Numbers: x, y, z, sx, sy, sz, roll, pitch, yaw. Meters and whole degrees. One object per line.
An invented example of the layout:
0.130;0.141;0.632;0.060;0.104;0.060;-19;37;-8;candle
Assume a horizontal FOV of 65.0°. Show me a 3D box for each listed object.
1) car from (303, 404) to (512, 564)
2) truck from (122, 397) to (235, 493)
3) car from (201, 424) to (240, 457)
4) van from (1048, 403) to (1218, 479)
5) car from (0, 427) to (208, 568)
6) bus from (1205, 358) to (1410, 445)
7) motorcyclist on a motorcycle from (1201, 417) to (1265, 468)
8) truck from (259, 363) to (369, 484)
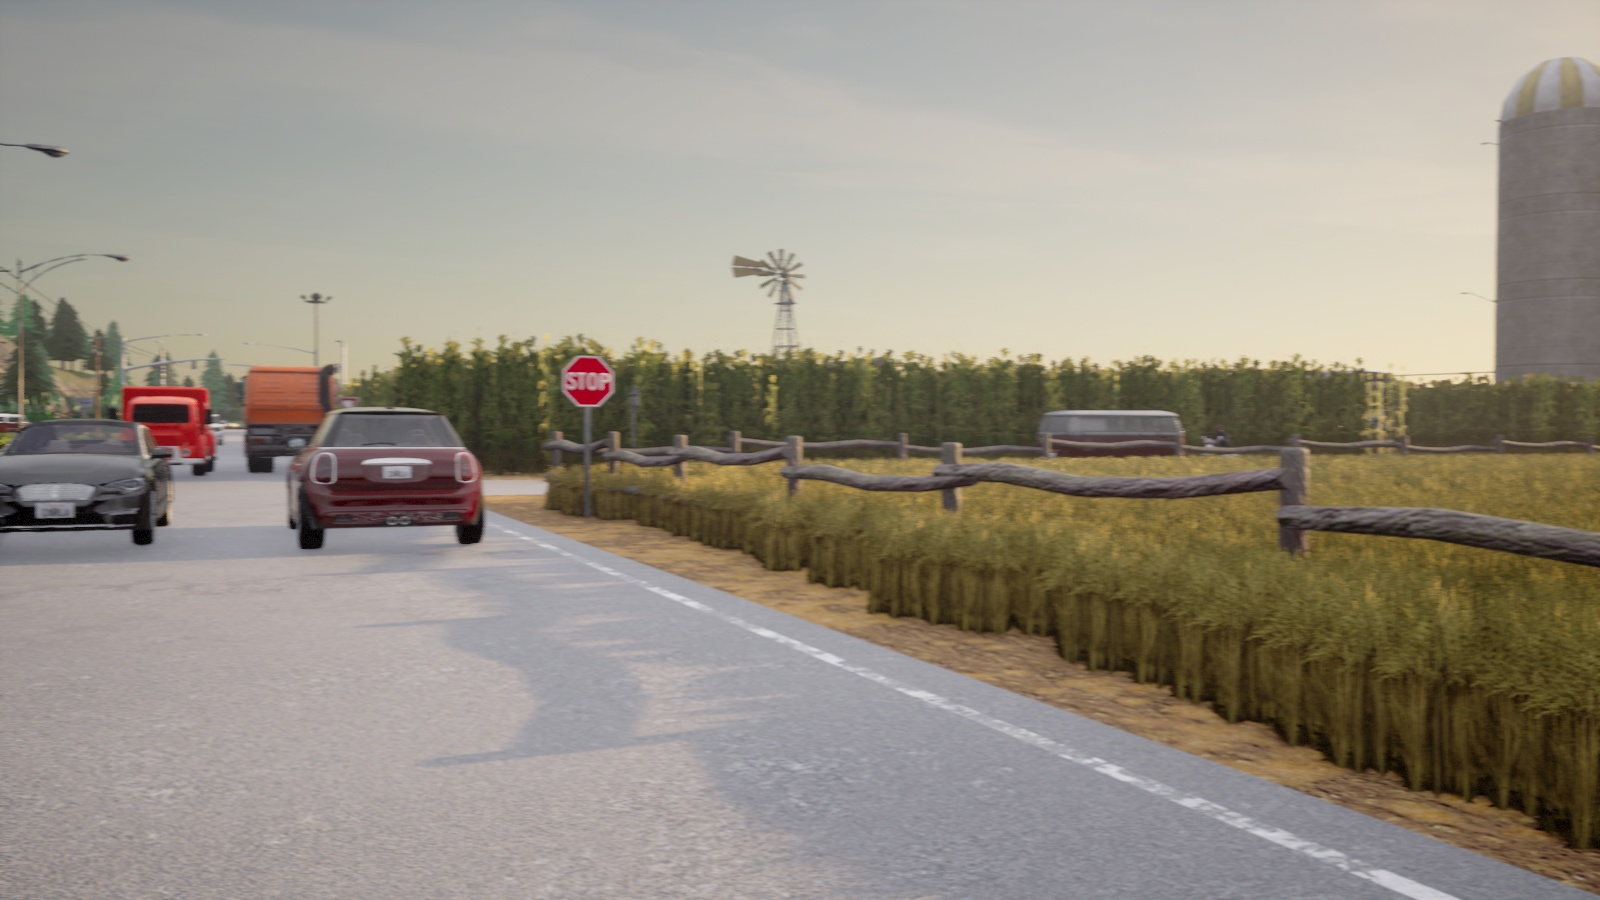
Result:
-5.282;0.339;16.455;2.097;1.767;4.553;-1;1;-24;car
-17.614;-0.254;35.859;2.627;2.467;5.204;-1;3;-24;truck
-37.983;-0.660;82.368;2.150;2.045;5.566;-1;1;-24;car
9.294;-0.290;35.054;4.442;1.987;1.775;-1;1;-24;van
-8.955;0.484;16.202;2.128;1.511;4.902;-1;1;-23;car
26.617;-2.504;66.678;3.944;4.253;10.273;-1;2;-23;bus
13.951;-0.265;40.463;1.817;1.590;0.866;-1;1;-23;motorcyclist on a motorcycle
-15.681;-0.826;40.153;2.891;3.462;7.936;-1;1;-24;truck
